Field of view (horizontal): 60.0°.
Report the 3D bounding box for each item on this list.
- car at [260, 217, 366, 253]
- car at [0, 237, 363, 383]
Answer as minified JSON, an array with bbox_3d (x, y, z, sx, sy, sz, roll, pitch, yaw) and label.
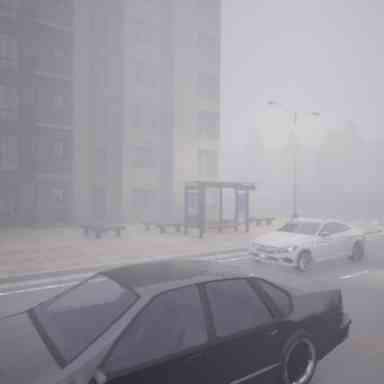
[{"bbox_3d":[3.979,1.590,11.073,4.674,1.442,1.812,0,0,-35],"label":"car"},{"bbox_3d":[-0.373,1.560,3.713,5.357,1.411,2.033,0,0,-35],"label":"car"}]
